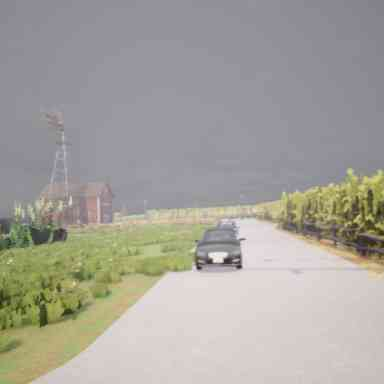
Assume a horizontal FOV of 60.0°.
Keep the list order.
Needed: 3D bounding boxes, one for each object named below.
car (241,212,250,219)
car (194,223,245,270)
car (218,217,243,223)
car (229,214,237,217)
[{"bbox_3d":[13.354,5.926,83.267,2.097,1.767,4.553,-3,-4,7],"label":"car"},{"bbox_3d":[1.260,2.374,14.599,2.128,1.511,4.902,-3,-4,7],"label":"car"},{"bbox_3d":[2.606,2.958,24.883,2.128,1.511,4.902,-3,-4,7],"label":"car"},{"bbox_3d":[9.863,6.143,80.310,2.033,1.411,5.357,-3,-4,7],"label":"car"}]
